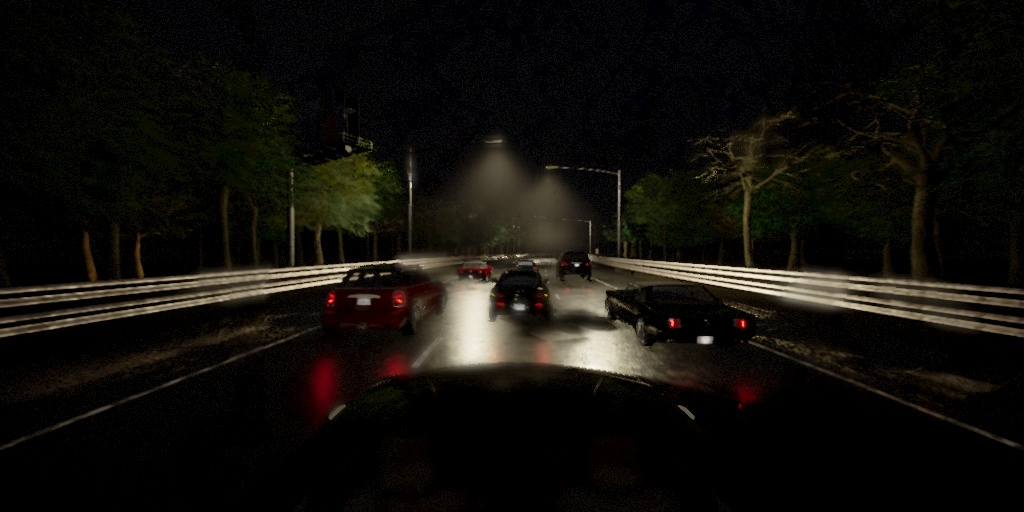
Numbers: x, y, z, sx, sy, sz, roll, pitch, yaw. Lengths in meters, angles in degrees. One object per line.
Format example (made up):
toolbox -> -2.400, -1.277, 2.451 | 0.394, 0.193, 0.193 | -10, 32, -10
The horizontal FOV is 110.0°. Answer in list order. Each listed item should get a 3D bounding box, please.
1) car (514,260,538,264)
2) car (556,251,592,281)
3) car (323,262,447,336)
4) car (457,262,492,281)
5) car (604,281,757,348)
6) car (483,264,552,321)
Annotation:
car -> 1.097, 0.997, 28.150 | 1.994, 1.385, 4.181 | 0, 1, 4
car -> 4.470, 0.678, 26.336 | 2.150, 2.045, 5.566 | 0, 1, 4
car -> -3.267, 1.000, 10.181 | 2.097, 1.767, 4.553 | 0, 1, 2
car -> -2.567, 1.056, 25.948 | 1.895, 1.301, 4.718 | 0, 1, 4
car -> 3.693, 1.266, 8.962 | 1.895, 1.301, 4.718 | 0, 1, 2
car -> 0.281, 1.153, 11.753 | 1.812, 1.442, 4.674 | 0, 1, 2
